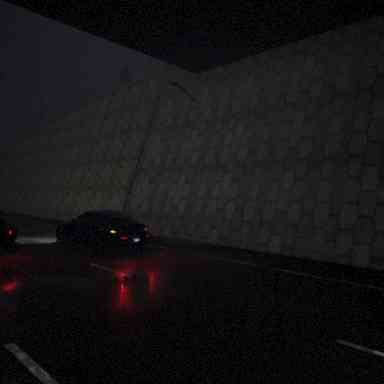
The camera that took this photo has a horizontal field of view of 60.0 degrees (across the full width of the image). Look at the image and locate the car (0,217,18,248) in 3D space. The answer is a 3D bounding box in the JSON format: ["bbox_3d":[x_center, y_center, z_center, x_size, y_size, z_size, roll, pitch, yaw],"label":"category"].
[{"bbox_3d":[-8.684,1.468,13.136,4.718,1.301,1.895,1,0,44],"label":"car"}]

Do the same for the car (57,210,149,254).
[{"bbox_3d":[-3.584,1.442,13.110,4.674,1.442,1.812,1,0,44],"label":"car"}]
